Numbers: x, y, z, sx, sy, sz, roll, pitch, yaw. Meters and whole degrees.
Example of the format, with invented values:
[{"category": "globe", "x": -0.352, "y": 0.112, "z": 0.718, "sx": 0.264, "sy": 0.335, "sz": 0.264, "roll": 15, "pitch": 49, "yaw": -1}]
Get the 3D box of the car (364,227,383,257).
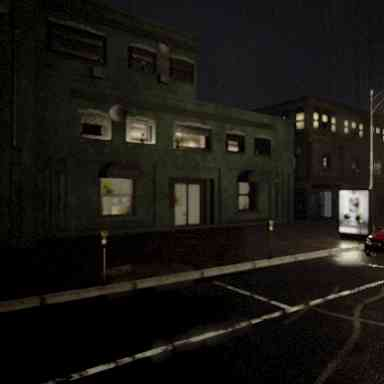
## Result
[{"category": "car", "x": 8.090, "y": 1.709, "z": 12.357, "sx": 4.206, "sy": 1.307, "sz": 1.802, "roll": 1, "pitch": -1, "yaw": -36}]
